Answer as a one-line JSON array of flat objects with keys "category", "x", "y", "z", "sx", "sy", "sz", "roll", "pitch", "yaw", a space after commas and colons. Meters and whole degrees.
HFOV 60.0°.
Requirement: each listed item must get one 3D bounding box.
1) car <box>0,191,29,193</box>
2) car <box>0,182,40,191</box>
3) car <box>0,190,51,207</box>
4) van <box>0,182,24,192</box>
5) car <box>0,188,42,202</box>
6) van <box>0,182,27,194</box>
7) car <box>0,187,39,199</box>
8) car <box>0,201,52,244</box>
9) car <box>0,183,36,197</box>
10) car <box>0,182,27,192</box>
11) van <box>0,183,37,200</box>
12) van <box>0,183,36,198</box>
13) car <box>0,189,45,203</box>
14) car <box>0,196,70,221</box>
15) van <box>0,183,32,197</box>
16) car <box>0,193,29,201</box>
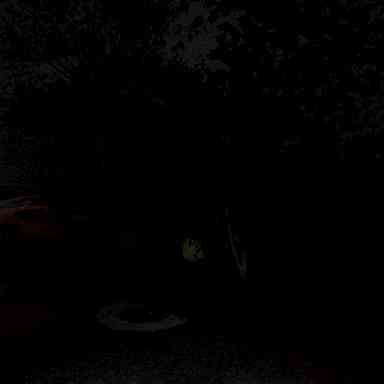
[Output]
[{"category": "car", "x": -12.317, "y": 0.925, "z": 24.583, "sx": 5.366, "sy": 1.575, "sz": 1.946, "roll": 1, "pitch": 2, "yaw": -30}, {"category": "car", "x": -14.860, "y": 0.466, "z": 29.494, "sx": 5.566, "sy": 2.045, "sz": 2.435, "roll": 1, "pitch": 2, "yaw": -30}, {"category": "car", "x": -16.287, "y": 0.638, "z": 31.878, "sx": 4.792, "sy": 1.488, "sz": 2.163, "roll": 1, "pitch": 2, "yaw": -30}, {"category": "van", "x": -39.490, "y": -1.095, "z": 72.957, "sx": 4.442, "sy": 1.987, "sz": 1.878, "roll": 1, "pitch": 1, "yaw": -30}, {"category": "car", "x": -20.340, "y": 0.337, "z": 39.120, "sx": 4.792, "sy": 1.488, "sz": 2.163, "roll": 1, "pitch": 1, "yaw": -30}, {"category": "van", "x": -34.012, "y": -0.762, "z": 63.331, "sx": 4.442, "sy": 1.987, "sz": 1.878, "roll": 1, "pitch": 1, "yaw": -30}, {"category": "car", "x": -23.098, "y": 0.132, "z": 43.918, "sx": 5.008, "sy": 1.535, "sz": 2.097, "roll": 1, "pitch": 1, "yaw": -30}, {"category": "car", "x": -6.746, "y": 1.355, "z": 15.155, "sx": 5.008, "sy": 1.535, "sz": 2.097, "roll": 1, "pitch": 2, "yaw": -30}, {"category": "car", "x": -27.227, "y": -0.370, "z": 51.116, "sx": 5.566, "sy": 2.045, "sz": 2.435, "roll": 1, "pitch": 1, "yaw": -30}, {"category": "car", "x": -38.246, "y": -1.039, "z": 70.478, "sx": 5.566, "sy": 2.045, "sz": 2.435, "roll": 1, "pitch": 1, "yaw": -30}, {"category": "van", "x": -21.813, "y": -0.009, "z": 41.437, "sx": 4.442, "sy": 1.987, "sz": 1.878, "roll": 1, "pitch": 1, "yaw": -30}, {"category": "van", "x": -24.364, "y": -0.175, "z": 46.375, "sx": 4.442, "sy": 1.987, "sz": 1.878, "roll": 1, "pitch": 1, "yaw": -30}, {"category": "car", "x": -19.036, "y": 0.428, "z": 36.827, "sx": 4.792, "sy": 1.488, "sz": 2.163, "roll": 1, "pitch": 2, "yaw": -30}, {"category": "car", "x": -10.791, "y": 1.078, "z": 22.268, "sx": 4.674, "sy": 1.452, "sz": 2.002, "roll": 1, "pitch": 2, "yaw": -30}, {"category": "van", "x": -25.936, "y": -0.262, "z": 48.667, "sx": 4.442, "sy": 1.987, "sz": 1.878, "roll": 1, "pitch": 1, "yaw": -30}, {"category": "car", "x": -8.080, "y": 1.123, "z": 17.577, "sx": 4.553, "sy": 1.767, "sz": 2.185, "roll": 1, "pitch": 2, "yaw": -30}]
